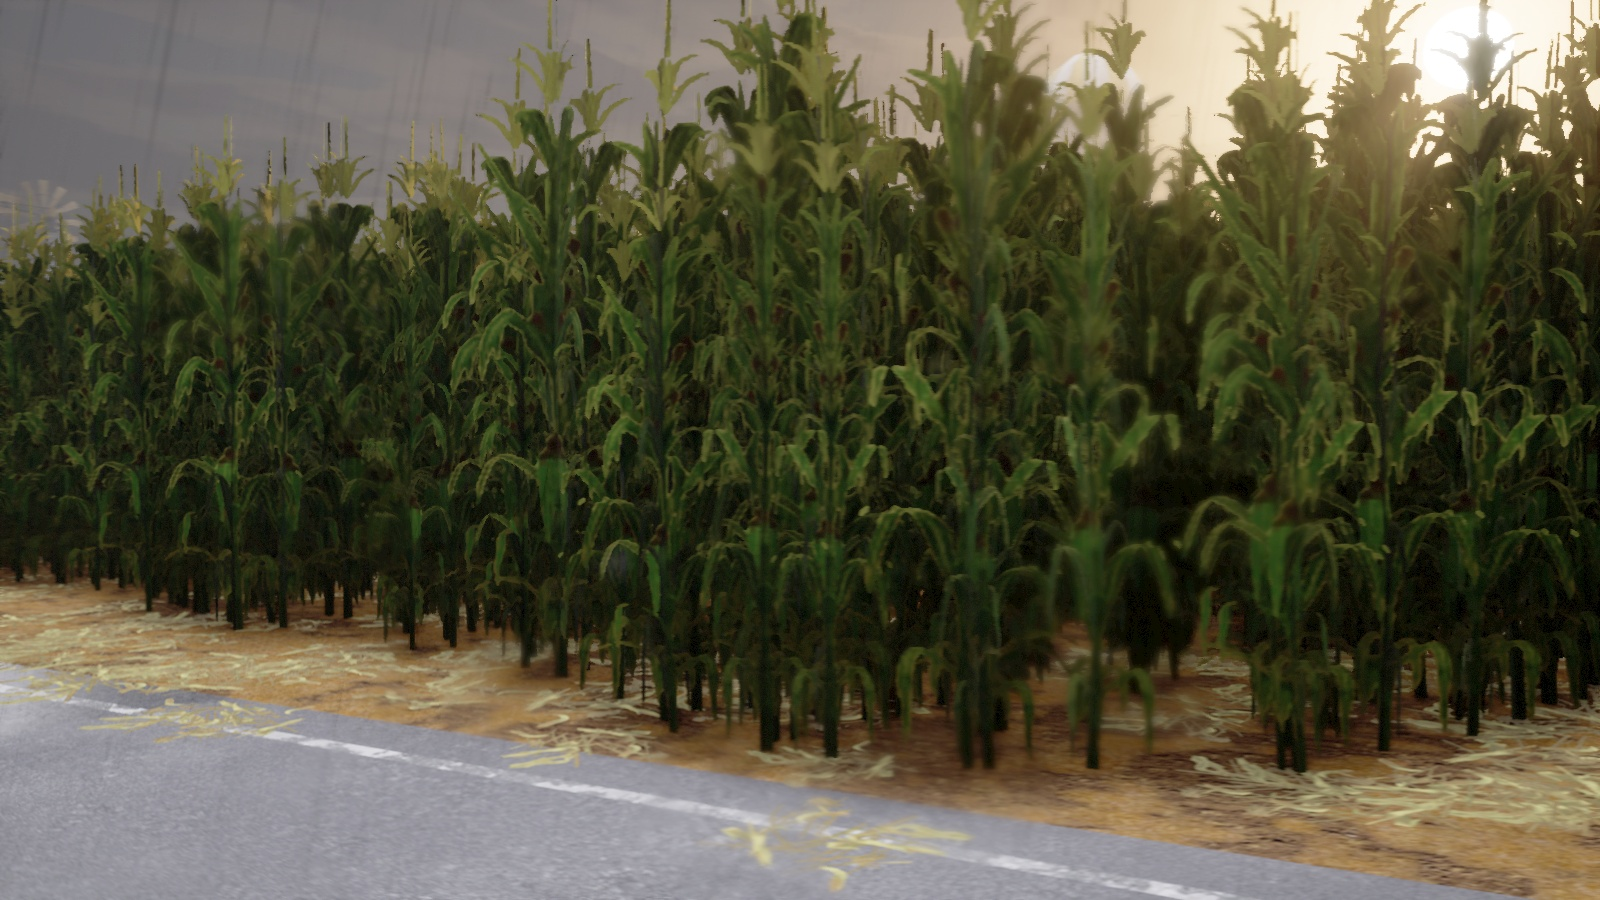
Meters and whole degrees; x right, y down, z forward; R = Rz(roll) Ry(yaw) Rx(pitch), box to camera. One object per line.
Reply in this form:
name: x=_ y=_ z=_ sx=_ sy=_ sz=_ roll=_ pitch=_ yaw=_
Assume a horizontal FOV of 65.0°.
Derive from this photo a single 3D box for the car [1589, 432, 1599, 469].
car: x=34.664 y=0.010 z=52.932 sx=2.128 sy=1.511 sz=4.902 roll=1 pitch=0 yaw=30
